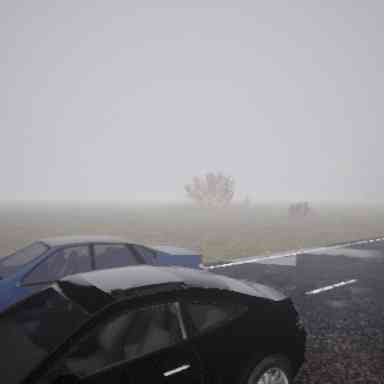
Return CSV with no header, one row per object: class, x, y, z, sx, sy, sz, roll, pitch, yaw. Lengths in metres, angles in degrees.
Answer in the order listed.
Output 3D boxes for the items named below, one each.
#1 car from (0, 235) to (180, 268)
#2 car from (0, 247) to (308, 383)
car,-2.201,1.550,6.109,5.357,1.411,2.033,0,0,-35
car,-0.839,1.527,3.071,4.674,1.442,1.812,0,0,-36
